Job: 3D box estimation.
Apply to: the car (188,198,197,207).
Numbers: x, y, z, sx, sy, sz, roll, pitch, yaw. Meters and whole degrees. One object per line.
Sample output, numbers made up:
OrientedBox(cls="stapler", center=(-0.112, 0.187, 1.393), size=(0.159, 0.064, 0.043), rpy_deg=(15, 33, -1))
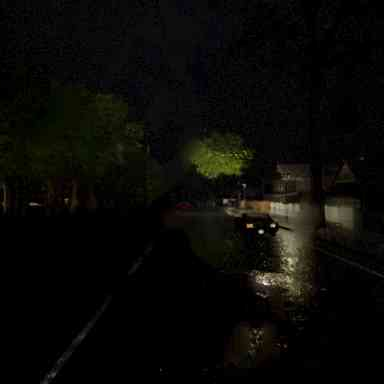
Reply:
OrientedBox(cls="car", center=(-0.001, 2.250, 73.225), size=(2.150, 2.045, 5.566), rpy_deg=(0, -1, 0))

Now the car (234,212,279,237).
OrientedBox(cls="car", center=(3.600, 1.817, 19.554), size=(1.895, 1.301, 4.718), rpy_deg=(0, -1, 0))

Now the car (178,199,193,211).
OrientedBox(cls="car", center=(-1.227, 2.283, 54.583), size=(1.882, 1.535, 5.008), rpy_deg=(0, -1, 0))
